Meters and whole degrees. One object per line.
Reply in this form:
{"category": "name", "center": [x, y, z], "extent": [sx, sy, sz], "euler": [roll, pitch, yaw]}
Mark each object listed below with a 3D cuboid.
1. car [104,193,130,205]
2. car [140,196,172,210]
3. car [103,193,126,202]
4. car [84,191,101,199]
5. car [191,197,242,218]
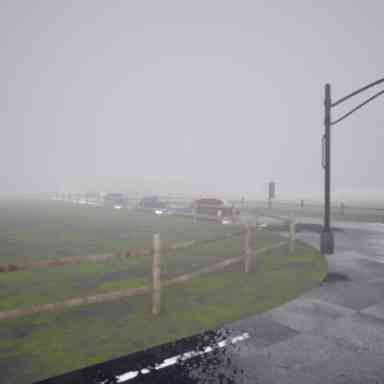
{"category": "car", "center": [-9.697, 0.835, 43.060], "extent": [1.882, 1.535, 5.008], "euler": [1, 1, -35]}
{"category": "car", "center": [-3.809, 1.104, 34.803], "extent": [1.994, 1.385, 4.181], "euler": [1, 1, -34]}
{"category": "car", "center": [-12.374, 0.817, 53.168], "extent": [1.895, 1.301, 4.718], "euler": [1, 1, -36]}
{"category": "car", "center": [-18.290, 0.544, 61.302], "extent": [1.837, 1.490, 4.892], "euler": [1, 1, -35]}
{"category": "car", "center": [1.903, 1.197, 26.768], "extent": [1.882, 1.535, 5.008], "euler": [1, 1, -35]}
